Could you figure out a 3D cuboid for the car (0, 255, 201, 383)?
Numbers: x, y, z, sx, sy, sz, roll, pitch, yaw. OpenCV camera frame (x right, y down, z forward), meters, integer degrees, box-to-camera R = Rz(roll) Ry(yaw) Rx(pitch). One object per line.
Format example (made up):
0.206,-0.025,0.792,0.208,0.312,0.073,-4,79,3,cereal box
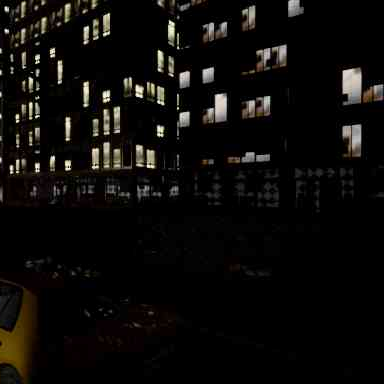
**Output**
-2.189,1.525,4.432,4.829,1.417,1.752,0,0,36,car
